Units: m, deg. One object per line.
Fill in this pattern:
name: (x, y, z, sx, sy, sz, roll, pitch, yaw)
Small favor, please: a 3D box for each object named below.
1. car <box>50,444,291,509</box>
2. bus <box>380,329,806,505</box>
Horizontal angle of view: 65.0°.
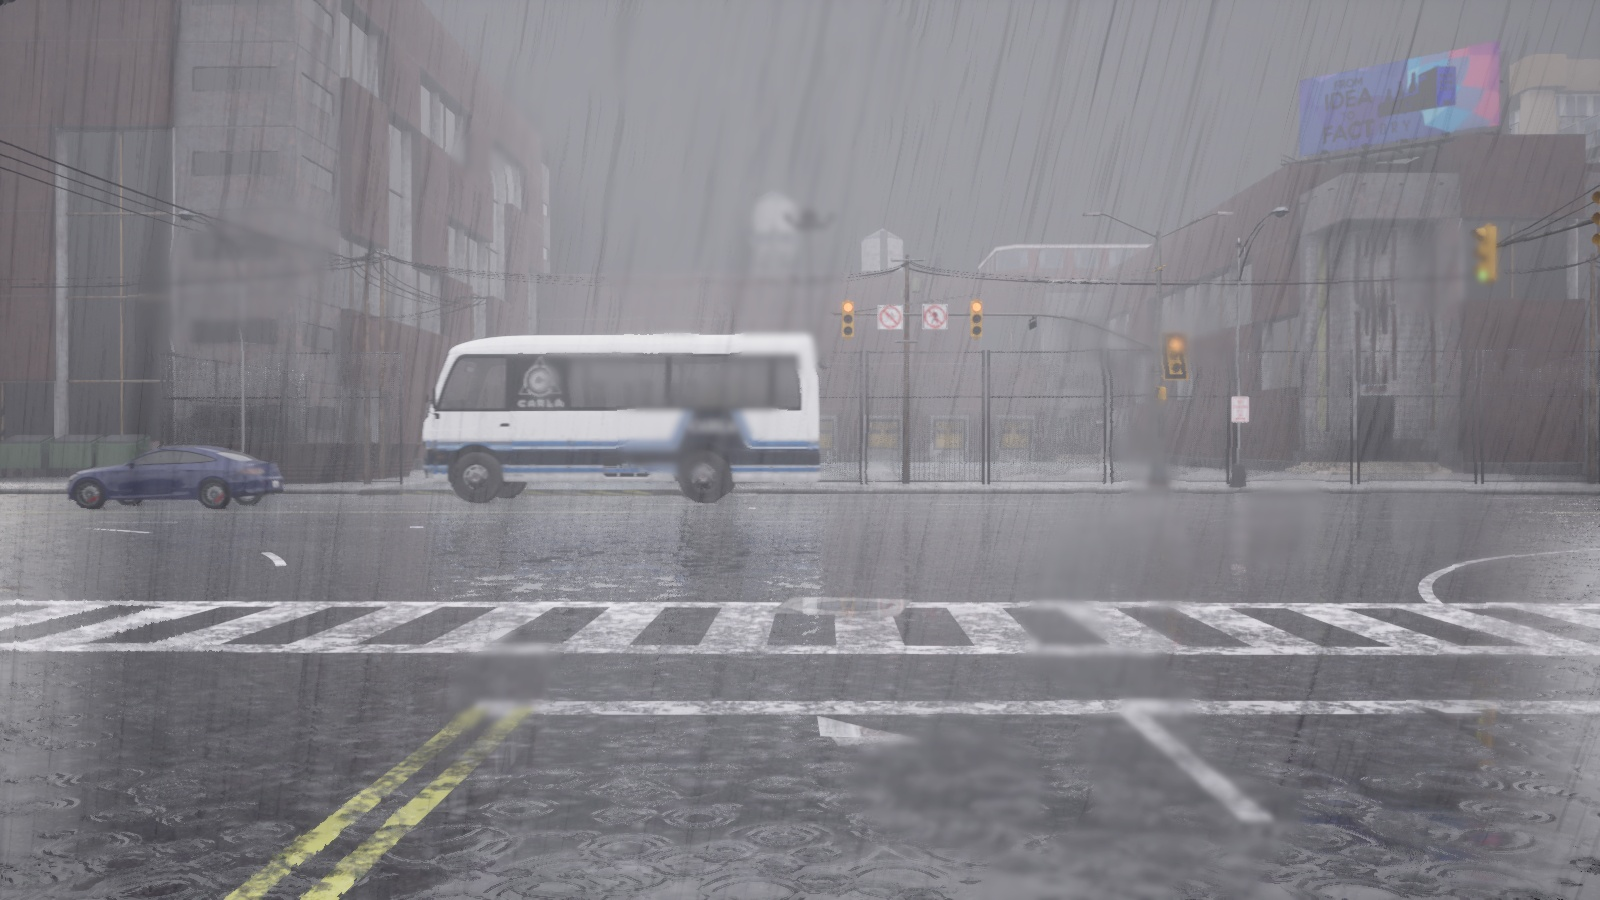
car: (-14.487, 0.597, 29.054, 4.674, 1.442, 1.812, 0, 0, 1)
bus: (-5.017, -0.817, 32.358, 10.273, 4.253, 3.944, 0, 0, 1)
